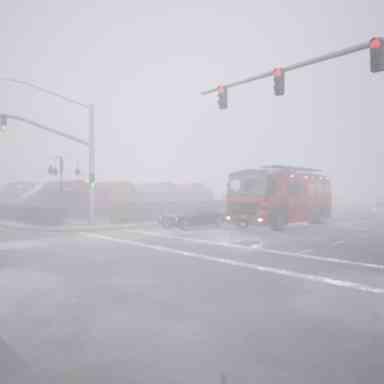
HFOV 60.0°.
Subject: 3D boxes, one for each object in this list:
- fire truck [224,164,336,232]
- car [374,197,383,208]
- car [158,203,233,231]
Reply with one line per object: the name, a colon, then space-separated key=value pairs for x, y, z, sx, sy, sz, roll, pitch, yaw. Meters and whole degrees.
fire truck: x=5.822 y=0.323 z=21.301 sx=8.468 sy=3.827 sz=2.891 roll=0 pitch=0 yaw=-44
car: x=27.567 y=1.472 z=47.367 sx=4.674 sy=1.442 sz=1.812 roll=0 pitch=0 yaw=-44
car: x=0.150 y=1.605 z=20.779 sx=4.718 sy=1.301 sz=1.895 roll=0 pitch=0 yaw=-44
